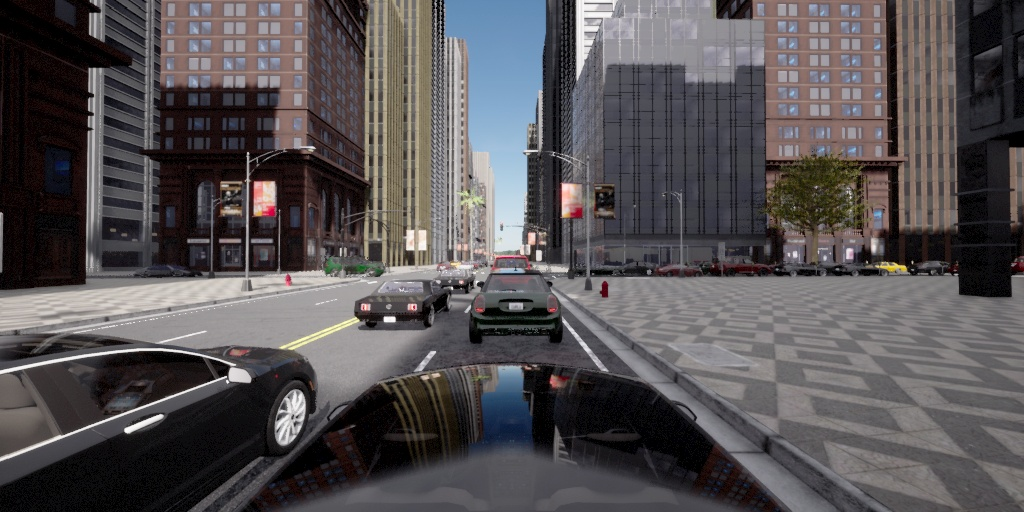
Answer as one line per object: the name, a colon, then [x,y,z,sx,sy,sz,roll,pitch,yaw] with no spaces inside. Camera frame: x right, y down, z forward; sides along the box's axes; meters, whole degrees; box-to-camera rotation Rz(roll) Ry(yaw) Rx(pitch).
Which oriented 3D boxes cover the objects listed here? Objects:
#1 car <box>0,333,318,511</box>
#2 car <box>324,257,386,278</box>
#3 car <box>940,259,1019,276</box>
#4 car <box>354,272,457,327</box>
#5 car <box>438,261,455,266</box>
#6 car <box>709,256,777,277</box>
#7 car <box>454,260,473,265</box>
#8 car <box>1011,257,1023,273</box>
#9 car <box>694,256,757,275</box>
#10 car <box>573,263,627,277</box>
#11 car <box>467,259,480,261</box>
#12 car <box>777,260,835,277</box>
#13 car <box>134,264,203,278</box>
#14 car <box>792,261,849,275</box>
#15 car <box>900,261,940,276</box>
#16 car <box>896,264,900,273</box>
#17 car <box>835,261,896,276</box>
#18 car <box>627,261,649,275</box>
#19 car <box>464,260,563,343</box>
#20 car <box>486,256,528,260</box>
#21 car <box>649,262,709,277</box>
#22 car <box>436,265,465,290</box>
car: [-3.151,1.255,2.186,1.837,1.490,4.892,0,0,0]
car: [-15.297,1.115,35.122,5.566,2.045,2.150,-1,0,-4]
car: [43.439,1.214,33.377,4.507,1.381,1.888,0,0,-1]
car: [-3.168,1.361,11.507,1.895,1.301,4.718,0,0,0]
car: [-9.947,1.504,53.076,1.812,1.442,4.674,0,0,-3]
car: [20.889,1.041,32.979,5.009,1.841,2.192,0,0,-1]
car: [-6.702,1.570,51.822,1.895,1.301,4.718,0,0,0]
car: [49.077,0.973,33.476,5.009,1.841,2.192,0,0,-1]
car: [23.067,1.010,38.803,5.566,2.045,2.150,0,-1,-2]
car: [8.469,1.400,35.333,4.718,1.301,1.895,0,-1,-1]
car: [-6.701,1.634,60.986,1.895,1.301,4.718,0,0,0]
car: [26.526,1.276,33.078,4.313,1.339,1.948,0,0,-1]
car: [-33.318,1.523,34.814,5.357,1.411,2.033,0,-1,0]
car: [33.424,1.285,38.970,4.674,1.442,1.812,0,-1,-1]
car: [42.519,1.228,35.992,4.674,1.442,1.812,0,-1,-1]
car: [43.125,1.296,41.897,4.829,1.417,1.751,0,0,-1]
car: [32.163,1.260,33.178,4.313,1.339,1.948,0,0,-1]
car: [13.027,1.326,38.616,4.892,1.490,1.837,0,-1,-1]
car: [0.080,1.109,9.860,2.097,1.767,4.553,0,0,0]
car: [-0.038,1.003,19.380,2.150,2.045,5.566,0,0,0]
car: [15.251,1.327,32.880,4.207,1.307,1.802,0,0,-1]
car: [-3.191,1.388,20.675,1.895,1.301,4.718,0,0,0]
